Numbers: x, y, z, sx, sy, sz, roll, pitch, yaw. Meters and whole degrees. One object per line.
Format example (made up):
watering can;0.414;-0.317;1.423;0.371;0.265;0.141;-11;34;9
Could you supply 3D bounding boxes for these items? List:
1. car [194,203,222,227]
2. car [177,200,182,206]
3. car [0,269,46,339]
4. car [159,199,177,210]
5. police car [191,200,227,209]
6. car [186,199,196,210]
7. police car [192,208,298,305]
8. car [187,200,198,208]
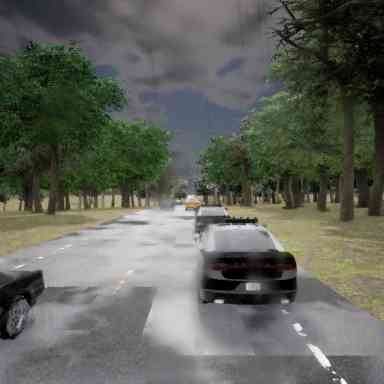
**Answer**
car;1.078;1.607;24.216;1.812;1.442;4.674;0;0;0
car;-3.407;2.669;81.284;1.994;1.385;4.181;0;-2;0
car;-3.596;1.603;3.816;1.895;1.301;4.718;0;0;0
car;-3.543;1.783;47.612;1.837;1.490;4.892;0;-1;0
police car;1.071;1.474;18.326;1.930;1.638;5.238;0;0;0
car;0.096;1.738;46.252;1.882;1.535;5.008;0;-1;1
police car;1.059;1.436;8.323;1.930;1.638;5.238;0;0;0
car;0.069;2.146;60.743;1.895;1.301;4.718;0;-1;0
